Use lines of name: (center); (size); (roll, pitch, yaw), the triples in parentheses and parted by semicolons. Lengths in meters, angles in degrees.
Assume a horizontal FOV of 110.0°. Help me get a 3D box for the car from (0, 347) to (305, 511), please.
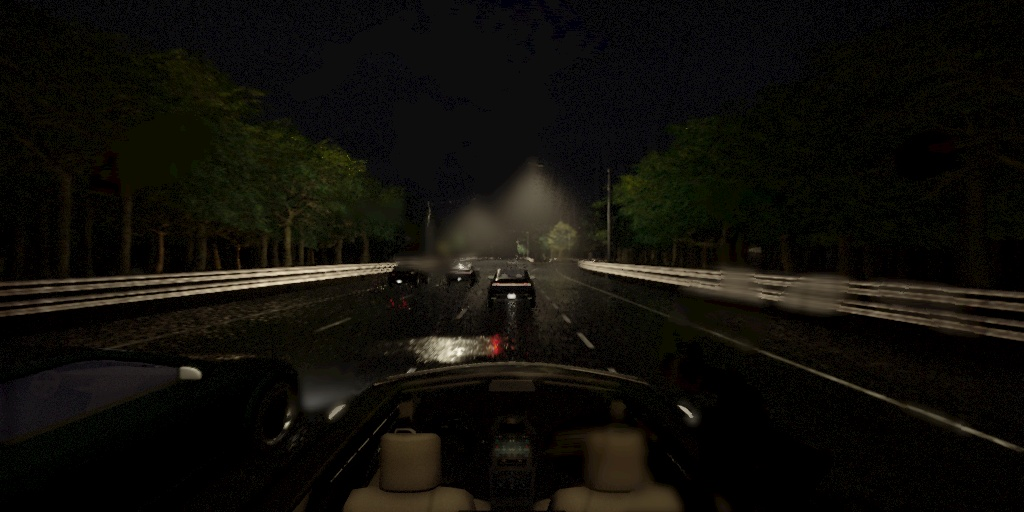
car: (-3.401, 1.316, 2.464); (1.994, 1.385, 4.181); (0, 0, 0)

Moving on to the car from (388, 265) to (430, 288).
car: (-6.903, 1.313, 24.372); (1.837, 1.490, 4.892); (0, 0, 0)

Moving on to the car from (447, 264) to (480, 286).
car: (-3.405, 1.302, 25.651); (2.128, 1.511, 4.902); (0, 0, 0)

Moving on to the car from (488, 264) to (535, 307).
car: (-0.008, 1.276, 15.640); (2.128, 1.511, 4.902); (0, 0, 0)
